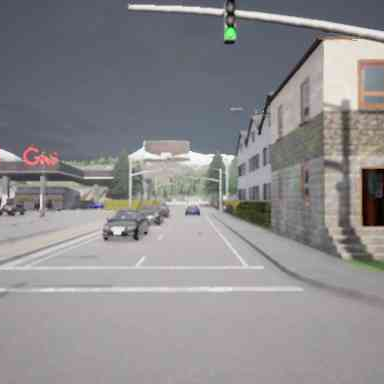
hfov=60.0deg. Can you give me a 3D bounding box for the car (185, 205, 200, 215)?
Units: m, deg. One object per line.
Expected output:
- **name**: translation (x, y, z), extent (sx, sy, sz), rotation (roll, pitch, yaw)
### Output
- **car**: translation (0.079, 2.420, 45.147), extent (1.994, 1.385, 4.181), rotation (0, -1, 0)

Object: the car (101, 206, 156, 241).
- **car**: translation (-3.582, 1.784, 18.693), extent (2.128, 1.511, 4.902), rotation (0, -1, 1)

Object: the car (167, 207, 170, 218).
- **car**: translation (-3.583, 2.311, 38.304), extent (1.895, 1.301, 4.718), rotation (0, -1, 1)

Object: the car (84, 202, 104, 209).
- **car**: translation (-22.210, 3.185, 75.935), extent (4.611, 1.667, 2.242), rotation (0, -1, 0)

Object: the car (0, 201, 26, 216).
- **car**: translation (-22.647, 2.058, 41.949), extent (1.905, 1.878, 3.866), rotation (0, -1, 0)

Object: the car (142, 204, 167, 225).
- **car**: translation (-3.600, 1.852, 28.417), extent (2.097, 1.767, 4.553), rotation (0, -1, 0)
